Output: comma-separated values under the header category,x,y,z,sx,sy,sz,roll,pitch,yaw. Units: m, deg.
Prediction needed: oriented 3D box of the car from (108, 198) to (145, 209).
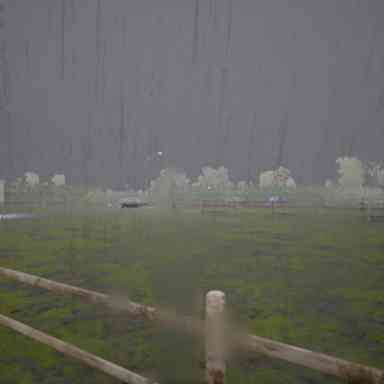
category,x,y,z,sx,sy,sz,roll,pitch,yaw
car,-8.230,1.492,41.952,4.902,1.511,2.128,0,0,-41

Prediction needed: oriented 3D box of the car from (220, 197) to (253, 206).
category,x,y,z,sx,sy,sz,roll,pitch,yaw
car,6.552,1.638,50.584,4.718,1.301,1.895,0,0,-38

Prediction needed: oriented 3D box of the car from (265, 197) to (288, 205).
category,x,y,z,sx,sy,sz,roll,pitch,yaw
car,14.431,1.576,56.656,4.674,1.442,1.812,0,0,-36
